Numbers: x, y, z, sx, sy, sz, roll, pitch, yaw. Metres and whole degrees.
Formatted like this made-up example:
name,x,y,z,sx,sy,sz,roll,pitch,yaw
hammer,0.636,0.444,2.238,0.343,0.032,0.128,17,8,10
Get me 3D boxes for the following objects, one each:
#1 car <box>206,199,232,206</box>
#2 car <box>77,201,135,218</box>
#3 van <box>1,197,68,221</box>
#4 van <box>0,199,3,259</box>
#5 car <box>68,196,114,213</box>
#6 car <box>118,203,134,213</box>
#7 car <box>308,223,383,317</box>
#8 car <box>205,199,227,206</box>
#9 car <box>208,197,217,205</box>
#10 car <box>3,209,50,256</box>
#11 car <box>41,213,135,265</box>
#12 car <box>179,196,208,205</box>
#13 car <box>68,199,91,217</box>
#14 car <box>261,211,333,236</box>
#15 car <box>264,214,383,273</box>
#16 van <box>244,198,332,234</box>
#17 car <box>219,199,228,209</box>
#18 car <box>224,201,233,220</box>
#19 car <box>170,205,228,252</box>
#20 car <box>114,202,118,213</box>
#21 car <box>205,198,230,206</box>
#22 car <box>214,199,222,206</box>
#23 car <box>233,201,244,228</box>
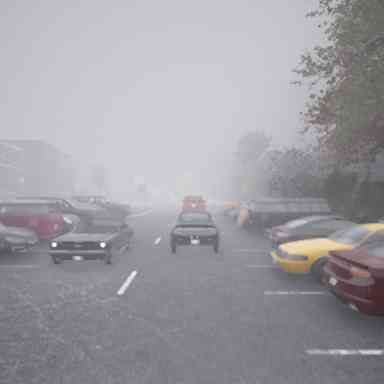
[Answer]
name,x,y,z,sx,sy,sz,roll,pitch,yaw
car,5.224,2.061,65.652,5.008,1.535,2.097,0,-1,0
car,-7.958,1.628,31.290,4.892,1.521,2.231,0,-1,0
van,-8.101,1.302,14.476,4.442,1.987,1.878,0,0,0
van,-7.874,1.283,8.869,4.442,1.987,1.878,0,0,0
car,-7.949,1.299,20.081,5.566,2.045,2.435,0,0,0
car,-7.931,1.351,28.491,5.566,2.045,2.435,0,0,0
car,5.082,1.502,6.173,5.008,1.535,2.097,0,0,0
car,5.232,2.186,72.200,4.674,1.452,2.002,0,-1,0
car,5.207,2.060,62.503,4.674,1.452,2.002,0,-1,0
car,-7.994,1.519,11.671,4.892,1.521,2.231,0,0,0
car,-3.342,1.641,11.944,1.895,1.301,4.718,0,0,0
car,0.147,1.381,32.438,2.150,2.045,5.566,0,-1,0
car,-8.013,1.411,17.280,4.553,1.767,2.185,0,0,0
car,5.089,1.560,11.745,4.674,1.452,2.002,0,0,0
car,4.904,1.508,8.960,5.366,1.575,1.946,0,0,0
van,5.214,1.313,17.317,4.442,1.987,1.878,0,0,0
car,5.125,1.604,28.452,5.008,1.535,2.097,0,-1,0
car,5.116,1.624,25.665,4.674,1.452,2.002,0,0,0
car,0.109,1.539,14.115,2.128,1.511,4.902,0,0,0
car,-7.966,1.564,22.885,4.892,1.521,2.231,0,0,0
car,5.221,2.104,68.925,4.892,1.521,2.231,0,-1,0
car,5.129,1.656,34.020,5.008,1.535,2.097,0,-1,0
car,5.072,1.426,20.098,4.553,1.767,2.185,0,0,0
